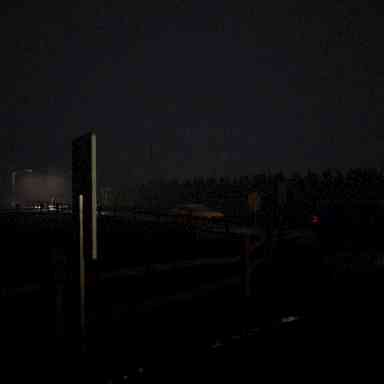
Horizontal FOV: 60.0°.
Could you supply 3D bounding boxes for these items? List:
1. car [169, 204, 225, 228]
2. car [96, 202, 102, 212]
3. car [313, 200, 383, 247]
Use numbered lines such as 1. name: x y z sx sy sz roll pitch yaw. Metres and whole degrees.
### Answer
1. car: 0.289 1.633 23.565 1.882 1.535 5.008 0 0 -35
2. car: -13.234 1.669 42.577 2.097 1.767 4.553 0 0 -35
3. car: 7.602 1.354 13.288 2.150 2.045 5.566 0 -1 -35
